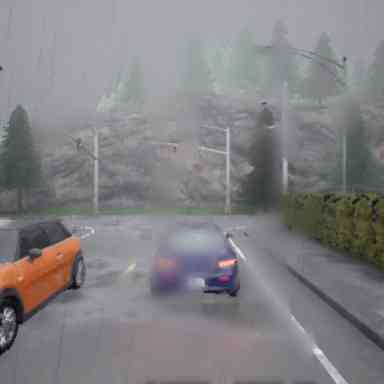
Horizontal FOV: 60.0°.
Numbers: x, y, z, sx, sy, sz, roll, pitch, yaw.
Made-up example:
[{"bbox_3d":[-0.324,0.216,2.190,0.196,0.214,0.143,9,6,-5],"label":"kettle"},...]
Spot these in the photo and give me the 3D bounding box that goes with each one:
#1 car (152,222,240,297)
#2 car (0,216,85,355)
[{"bbox_3d":[0.088,1.490,8.380,1.812,1.442,4.674,0,0,0],"label":"car"},{"bbox_3d":[-3.581,1.326,5.973,2.097,1.767,4.553,0,0,0],"label":"car"}]
